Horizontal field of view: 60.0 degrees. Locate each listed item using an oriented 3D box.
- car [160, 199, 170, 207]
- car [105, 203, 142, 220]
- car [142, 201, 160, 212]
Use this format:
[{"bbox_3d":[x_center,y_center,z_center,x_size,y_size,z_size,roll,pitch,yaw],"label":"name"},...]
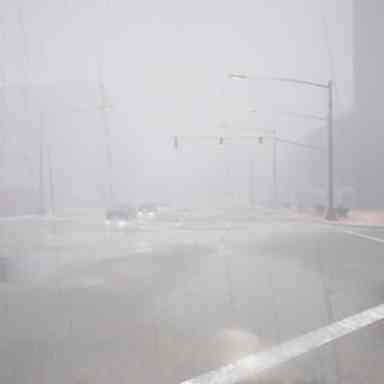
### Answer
[{"bbox_3d":[-5.208,2.016,62.266,2.128,1.511,4.902,0,-1,2],"label":"car"},{"bbox_3d":[-6.207,1.676,29.889,2.033,1.411,5.357,0,-1,2],"label":"car"},{"bbox_3d":[-5.792,1.879,43.587,1.895,1.301,4.718,0,-1,2],"label":"car"}]
